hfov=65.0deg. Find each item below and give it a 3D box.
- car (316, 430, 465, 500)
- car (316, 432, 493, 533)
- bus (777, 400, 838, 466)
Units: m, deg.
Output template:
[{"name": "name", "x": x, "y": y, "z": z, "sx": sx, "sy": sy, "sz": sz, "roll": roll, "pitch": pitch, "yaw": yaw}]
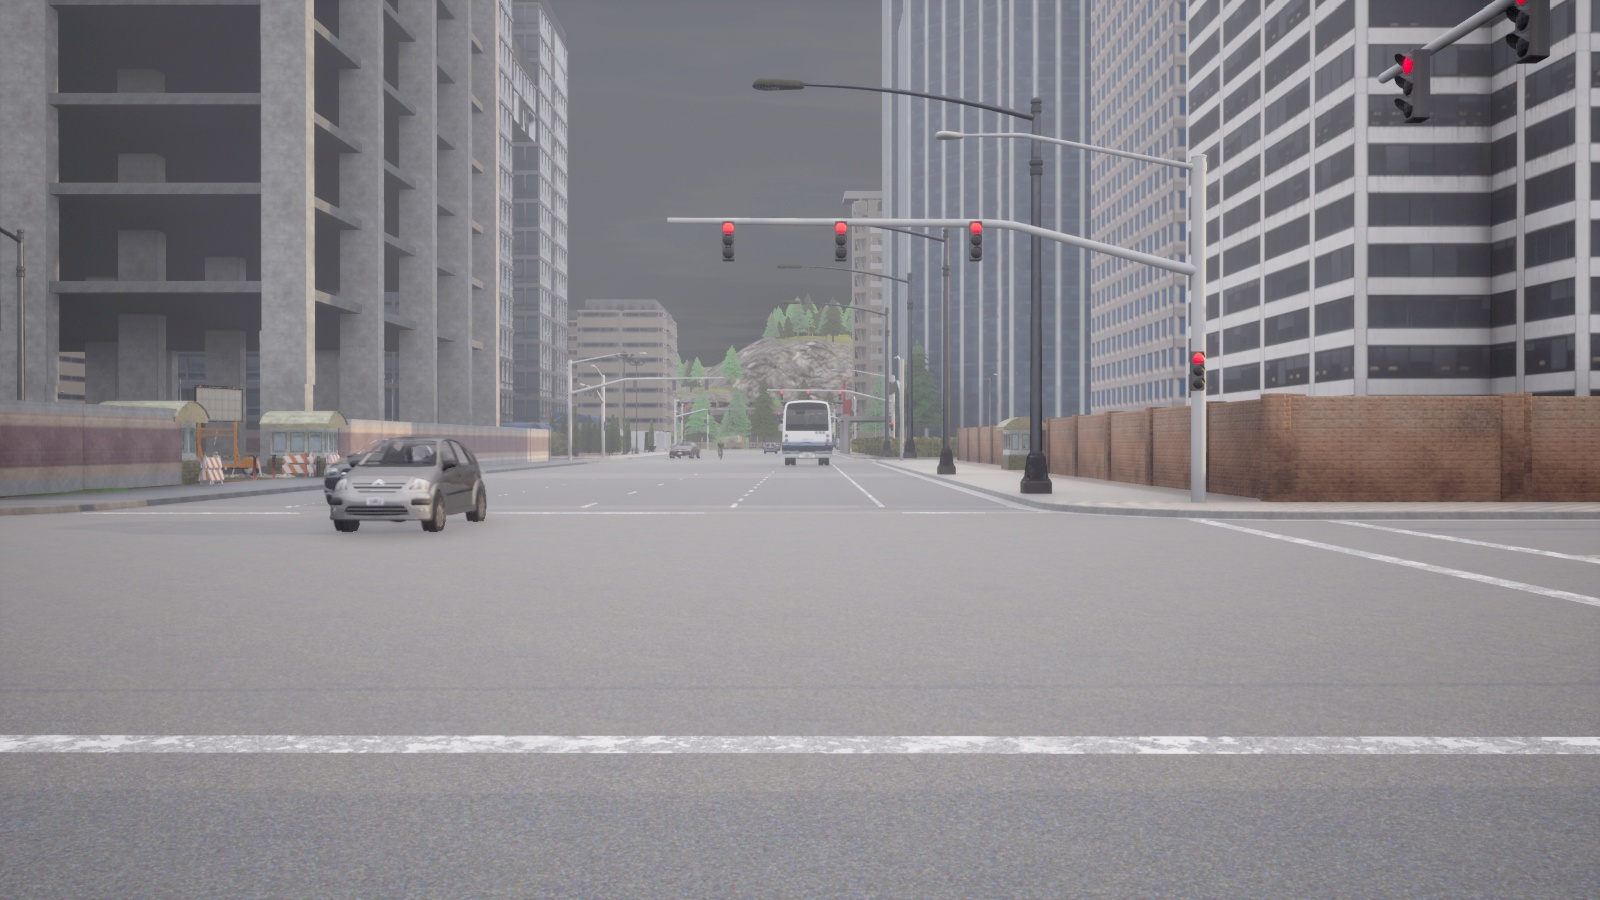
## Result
[{"name": "car", "x": -10.309, "y": 0.336, "z": 32.066, "sx": 2.152, "sy": 1.651, "sz": 5.027, "roll": 0, "pitch": 0, "yaw": 0}, {"name": "car", "x": -6.863, "y": 0.514, "z": 22.247, "sx": 1.851, "sy": 1.617, "sz": 3.988, "roll": 0, "pitch": 0, "yaw": 0}, {"name": "bus", "x": 0.487, "y": -1.117, "z": 86.421, "sx": 3.944, "sy": 4.253, "sz": 10.273, "roll": 0, "pitch": 0, "yaw": 0}]
